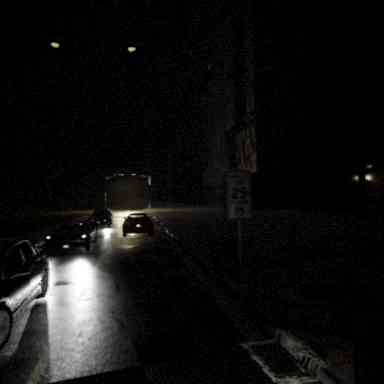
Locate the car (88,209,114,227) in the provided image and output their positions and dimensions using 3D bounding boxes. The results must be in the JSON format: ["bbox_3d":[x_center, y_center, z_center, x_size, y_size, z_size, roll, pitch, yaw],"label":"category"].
[{"bbox_3d":[-7.991,2.290,29.358,1.837,1.490,4.892,-1,-1,-10],"label":"car"}]

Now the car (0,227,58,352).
[{"bbox_3d":[-4.052,1.711,6.289,1.837,1.490,4.892,-1,-1,-12],"label":"car"}]

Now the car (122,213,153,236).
[{"bbox_3d":[-3.685,2.116,22.577,1.994,1.385,4.181,-1,-1,-10],"label":"car"}]

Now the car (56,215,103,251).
[{"bbox_3d":[-5.749,2.059,16.358,1.895,1.301,4.718,-1,-1,-10],"label":"car"}]
